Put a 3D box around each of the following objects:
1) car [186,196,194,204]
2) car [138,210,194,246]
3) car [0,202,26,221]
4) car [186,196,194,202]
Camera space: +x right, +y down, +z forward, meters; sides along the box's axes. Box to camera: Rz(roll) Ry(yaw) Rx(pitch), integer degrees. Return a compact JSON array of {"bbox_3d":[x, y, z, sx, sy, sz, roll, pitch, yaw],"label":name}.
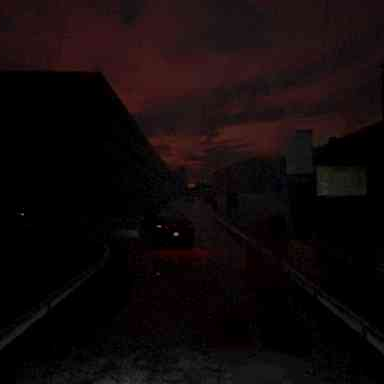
[{"bbox_3d":[-0.459,1.961,73.961,1.895,1.301,4.718,0,0,0],"label":"car"},{"bbox_3d":[-1.368,1.629,16.169,1.882,1.535,5.008,1,-1,-17],"label":"car"},{"bbox_3d":[-15.200,1.332,25.054,4.892,1.490,1.837,2,-2,-2],"label":"car"},{"bbox_3d":[-0.521,1.743,83.946,1.812,1.442,4.674,0,-1,0],"label":"car"}]
